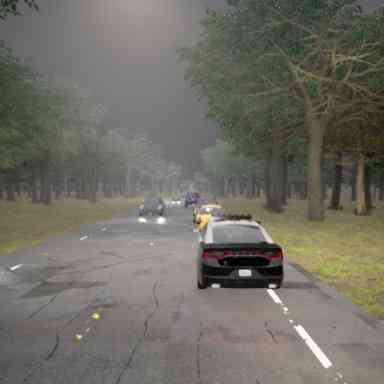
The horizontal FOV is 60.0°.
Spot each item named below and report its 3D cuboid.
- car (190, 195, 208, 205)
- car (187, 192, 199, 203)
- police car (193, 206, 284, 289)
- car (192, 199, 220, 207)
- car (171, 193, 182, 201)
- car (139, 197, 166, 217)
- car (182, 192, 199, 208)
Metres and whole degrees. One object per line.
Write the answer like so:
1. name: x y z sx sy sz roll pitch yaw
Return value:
1. car: 1.101 1.303 25.109 2.097 1.767 4.553 0 0 0
2. car: 0.132 0.985 64.142 2.150 2.045 5.566 0 0 0
3. police car: 1.069 1.414 9.246 1.930 1.638 5.238 0 0 0
4. car: 1.090 1.424 19.327 1.801 1.575 5.366 0 0 0
5. car: -3.353 1.242 71.483 2.128 1.511 4.902 0 0 0
6. car: -3.537 1.286 30.503 2.097 1.767 4.553 0 0 0
7. car: 0.108 1.089 45.872 2.150 2.045 5.566 0 0 0
